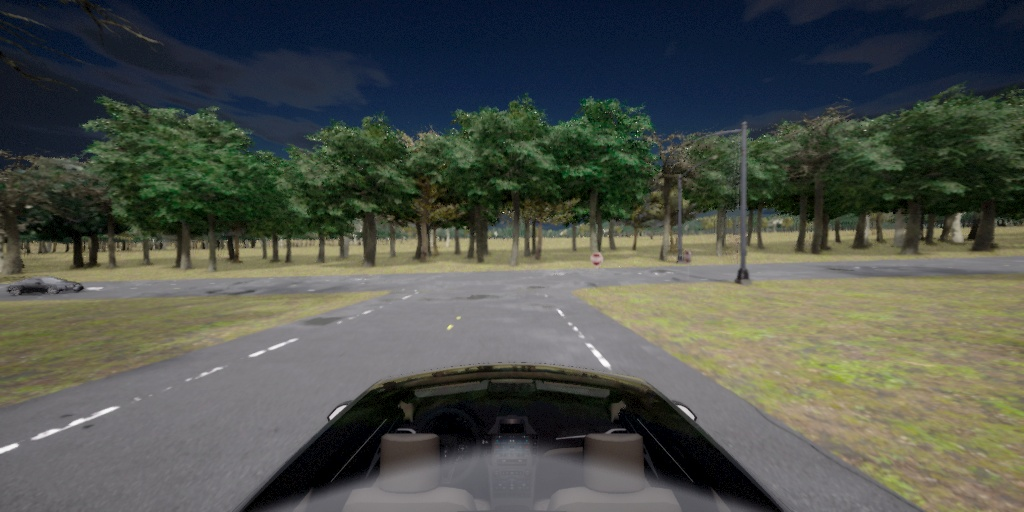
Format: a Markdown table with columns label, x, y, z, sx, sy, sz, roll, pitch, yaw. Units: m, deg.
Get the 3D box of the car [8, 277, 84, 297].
| label | x | y | z | sx | sy | sz | roll | pitch | yaw |
| --- | --- | --- | --- | --- | --- | --- | --- | --- | --- |
| car | -37.764 | 2.409 | 29.056 | 4.674 | 1.442 | 1.812 | -1 | 3 | 0 |
